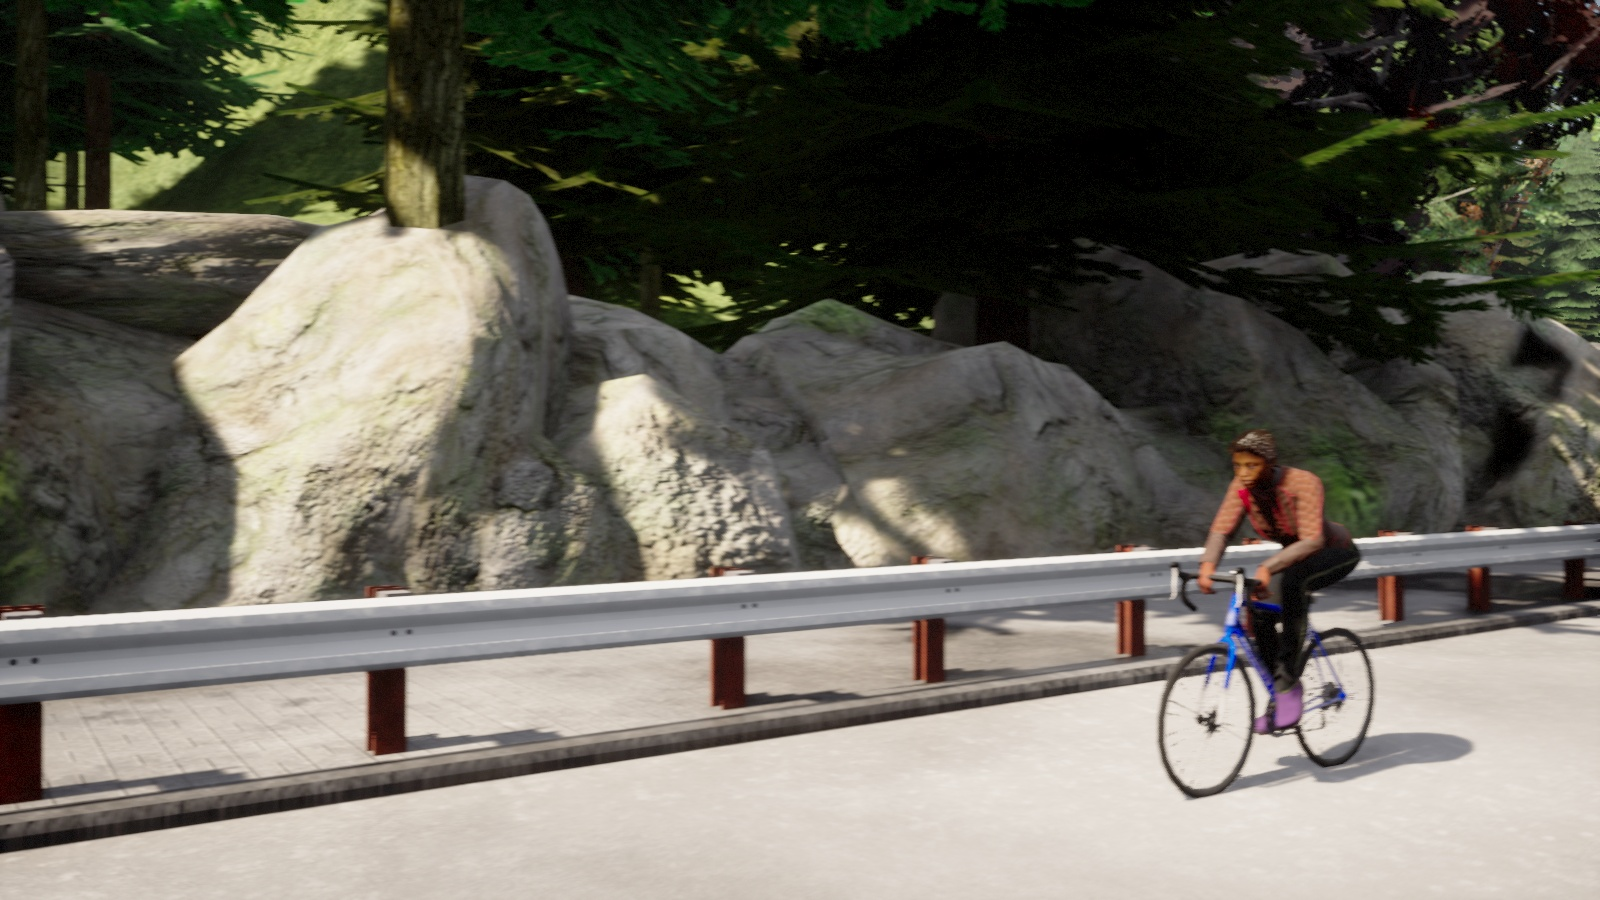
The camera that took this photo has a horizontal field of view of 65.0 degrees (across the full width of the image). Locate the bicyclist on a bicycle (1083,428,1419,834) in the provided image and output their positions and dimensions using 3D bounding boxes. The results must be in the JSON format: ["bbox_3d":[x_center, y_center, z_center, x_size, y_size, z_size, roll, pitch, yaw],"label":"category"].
[{"bbox_3d":[2.086,0.721,5.719,1.656,1.620,0.582,0,0,-35],"label":"bicyclist on a bicycle"}]
